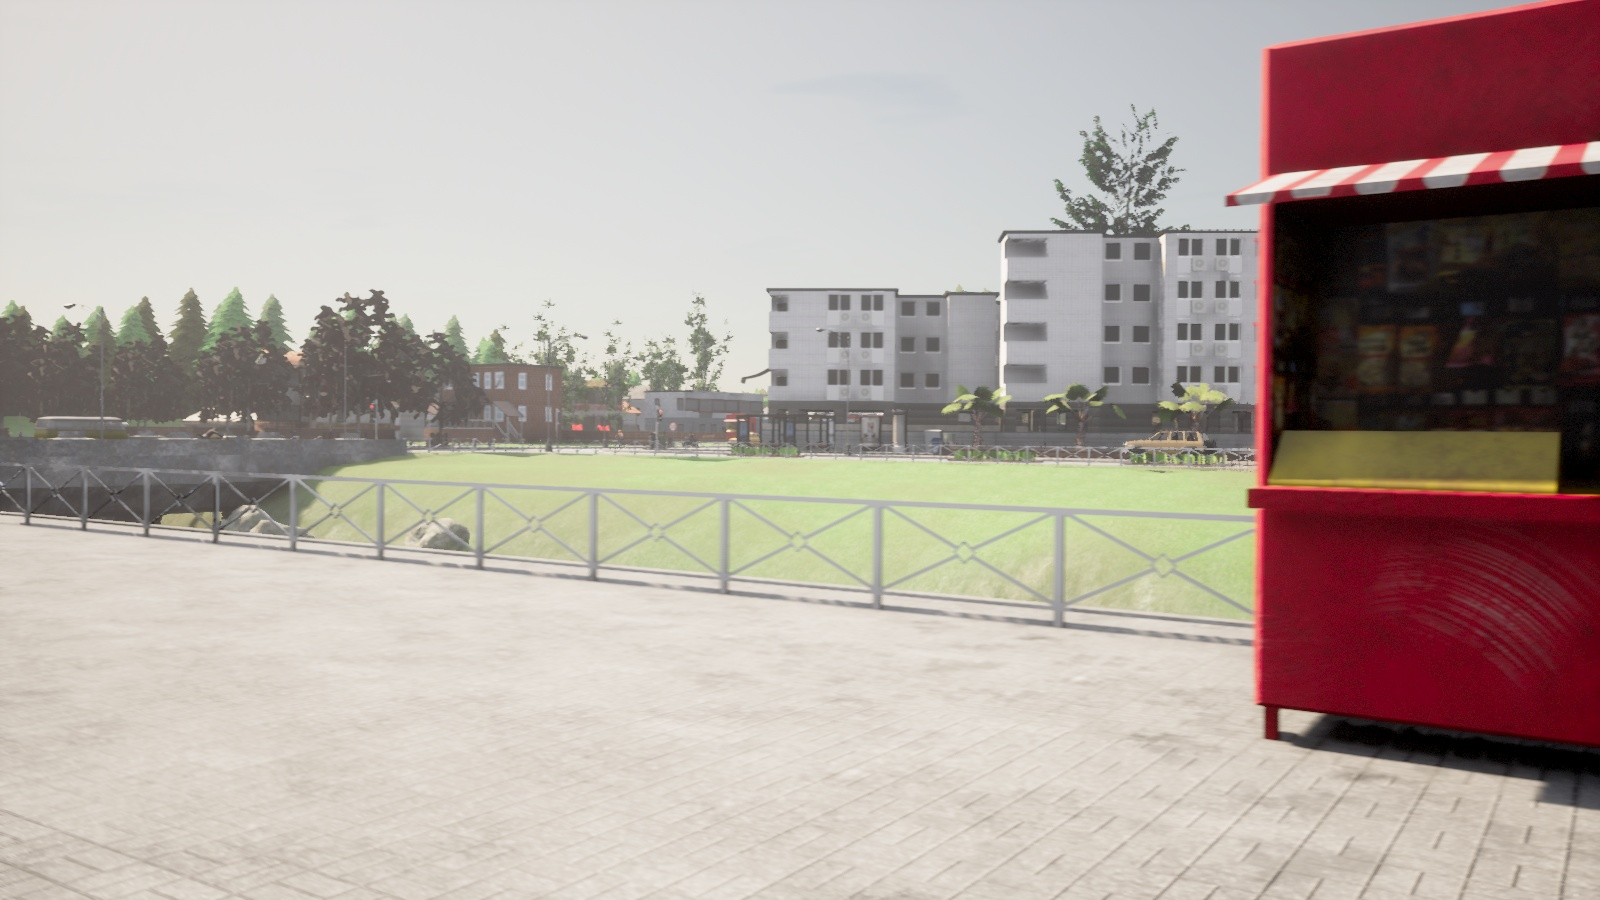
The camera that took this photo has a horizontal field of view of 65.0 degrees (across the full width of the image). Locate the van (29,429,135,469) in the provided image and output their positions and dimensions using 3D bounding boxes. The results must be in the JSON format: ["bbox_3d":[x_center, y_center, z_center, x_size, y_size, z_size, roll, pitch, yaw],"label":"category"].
[{"bbox_3d":[-37.283,-0.070,65.323,1.775,1.987,4.442,0,1,34],"label":"van"}]

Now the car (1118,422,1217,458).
[{"bbox_3d":[19.171,-0.520,65.561,4.605,1.855,1.932,0,1,34],"label":"car"}]
